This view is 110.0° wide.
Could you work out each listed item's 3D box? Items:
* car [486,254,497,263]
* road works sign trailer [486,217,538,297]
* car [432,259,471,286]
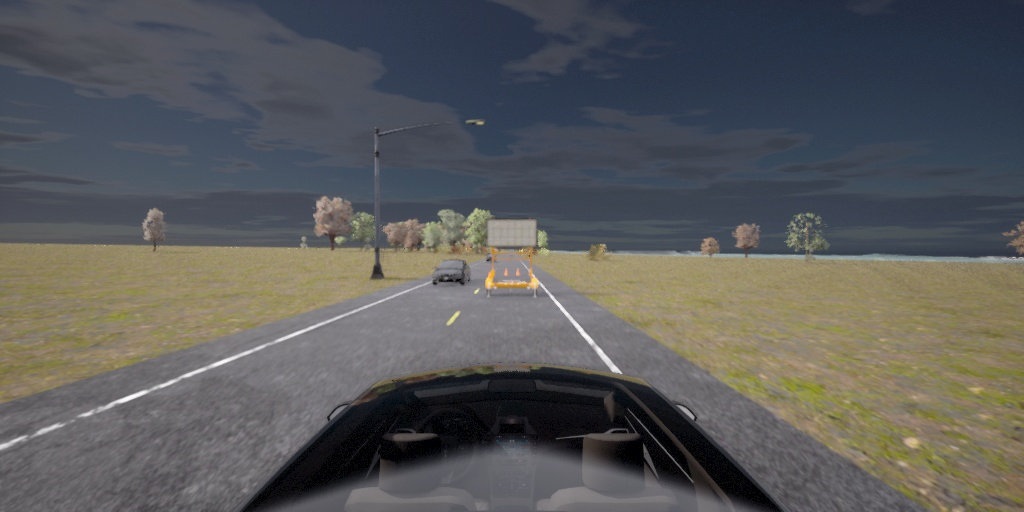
[{"bbox_3d":[-3.523,0.402,62.497,2.033,1.411,5.357,0,1,1],"label":"car"},{"bbox_3d":[-0.001,-0.010,16.927,2.380,3.560,2.880,0,0,0],"label":"road works sign trailer"},{"bbox_3d":[-3.594,0.958,21.984,1.837,1.490,4.892,0,0,0],"label":"car"}]
